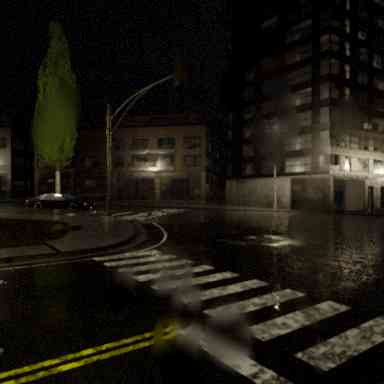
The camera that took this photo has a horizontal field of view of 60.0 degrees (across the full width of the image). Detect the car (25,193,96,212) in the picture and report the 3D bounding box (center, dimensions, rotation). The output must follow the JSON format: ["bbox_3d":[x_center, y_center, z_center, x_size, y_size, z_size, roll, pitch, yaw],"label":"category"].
[{"bbox_3d":[-10.434,0.781,26.383,5.357,1.411,2.033,1,0,11],"label":"car"}]
